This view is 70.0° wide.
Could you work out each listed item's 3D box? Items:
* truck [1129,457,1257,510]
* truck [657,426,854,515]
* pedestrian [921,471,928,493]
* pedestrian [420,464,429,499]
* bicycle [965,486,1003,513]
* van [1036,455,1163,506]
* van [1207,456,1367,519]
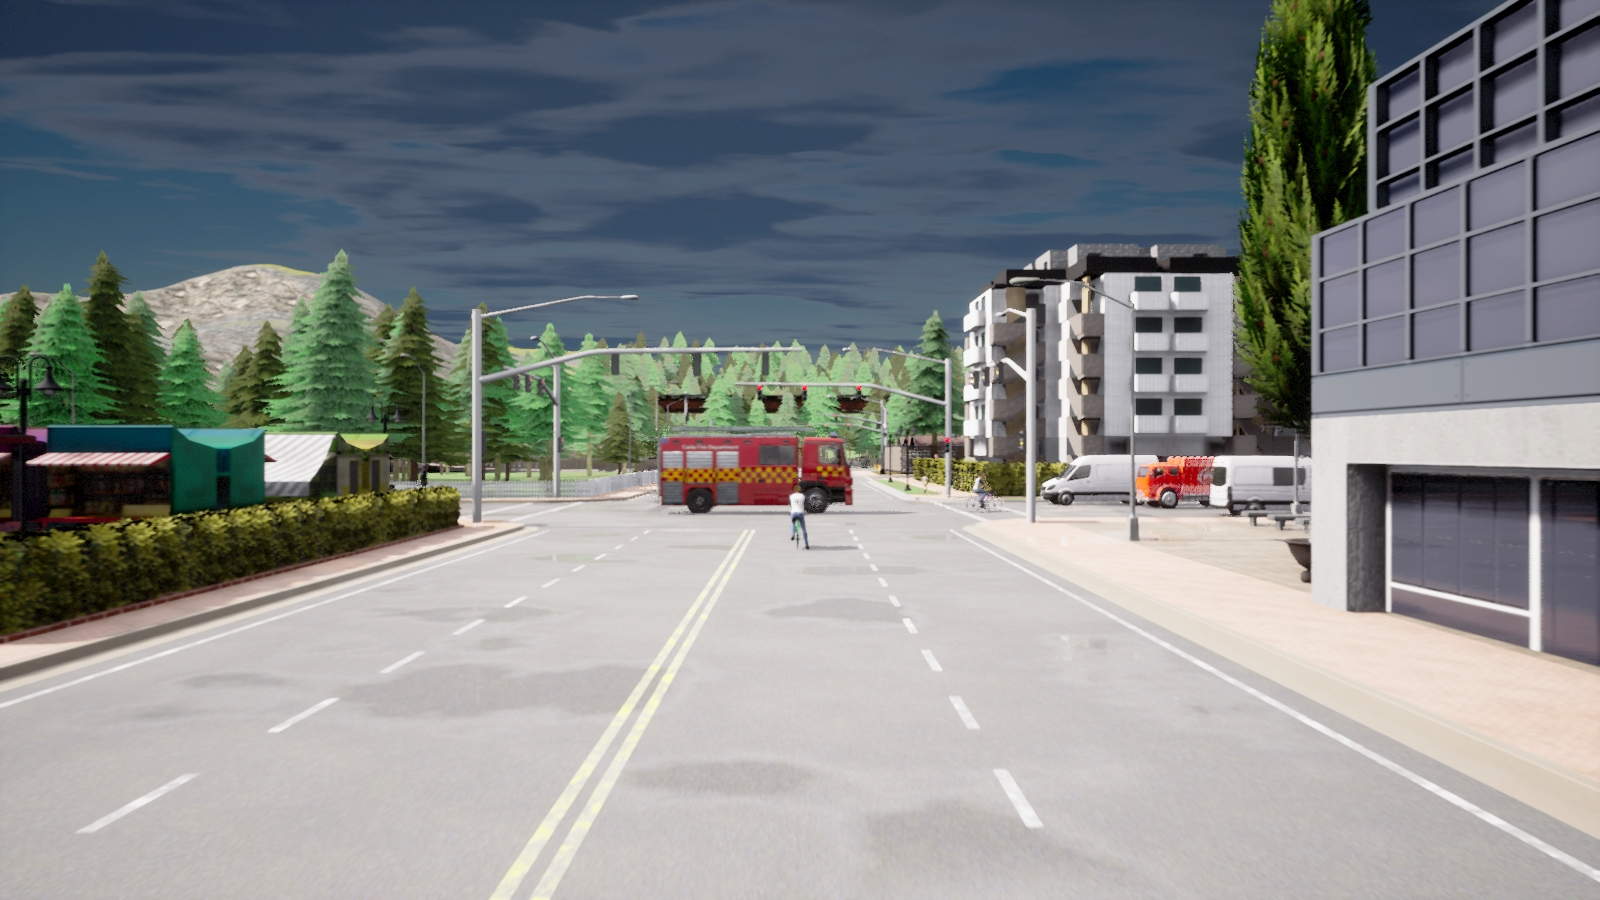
[{"bbox_3d":[18.797,1.568,54.833,5.204,2.467,2.627,0,0,-2],"label":"truck"},{"bbox_3d":[-1.918,0.890,50.688,8.468,3.827,2.891,0,0,0],"label":"truck"},{"bbox_3d":[7.692,1.978,70.441,0.375,1.300,0.375,0,0,13],"label":"pedestrian"},{"bbox_3d":[-20.185,1.696,61.389,0.375,1.860,0.375,0,0,-2],"label":"pedestrian"},{"bbox_3d":[8.197,2.206,50.961,1.643,1.196,0.373,0,0,-3],"label":"bicycle"},{"bbox_3d":[15.217,1.534,58.192,5.915,2.561,1.988,0,0,-2],"label":"van"},{"bbox_3d":[20.393,1.534,47.976,5.915,2.561,1.988,0,0,-2],"label":"van"}]
